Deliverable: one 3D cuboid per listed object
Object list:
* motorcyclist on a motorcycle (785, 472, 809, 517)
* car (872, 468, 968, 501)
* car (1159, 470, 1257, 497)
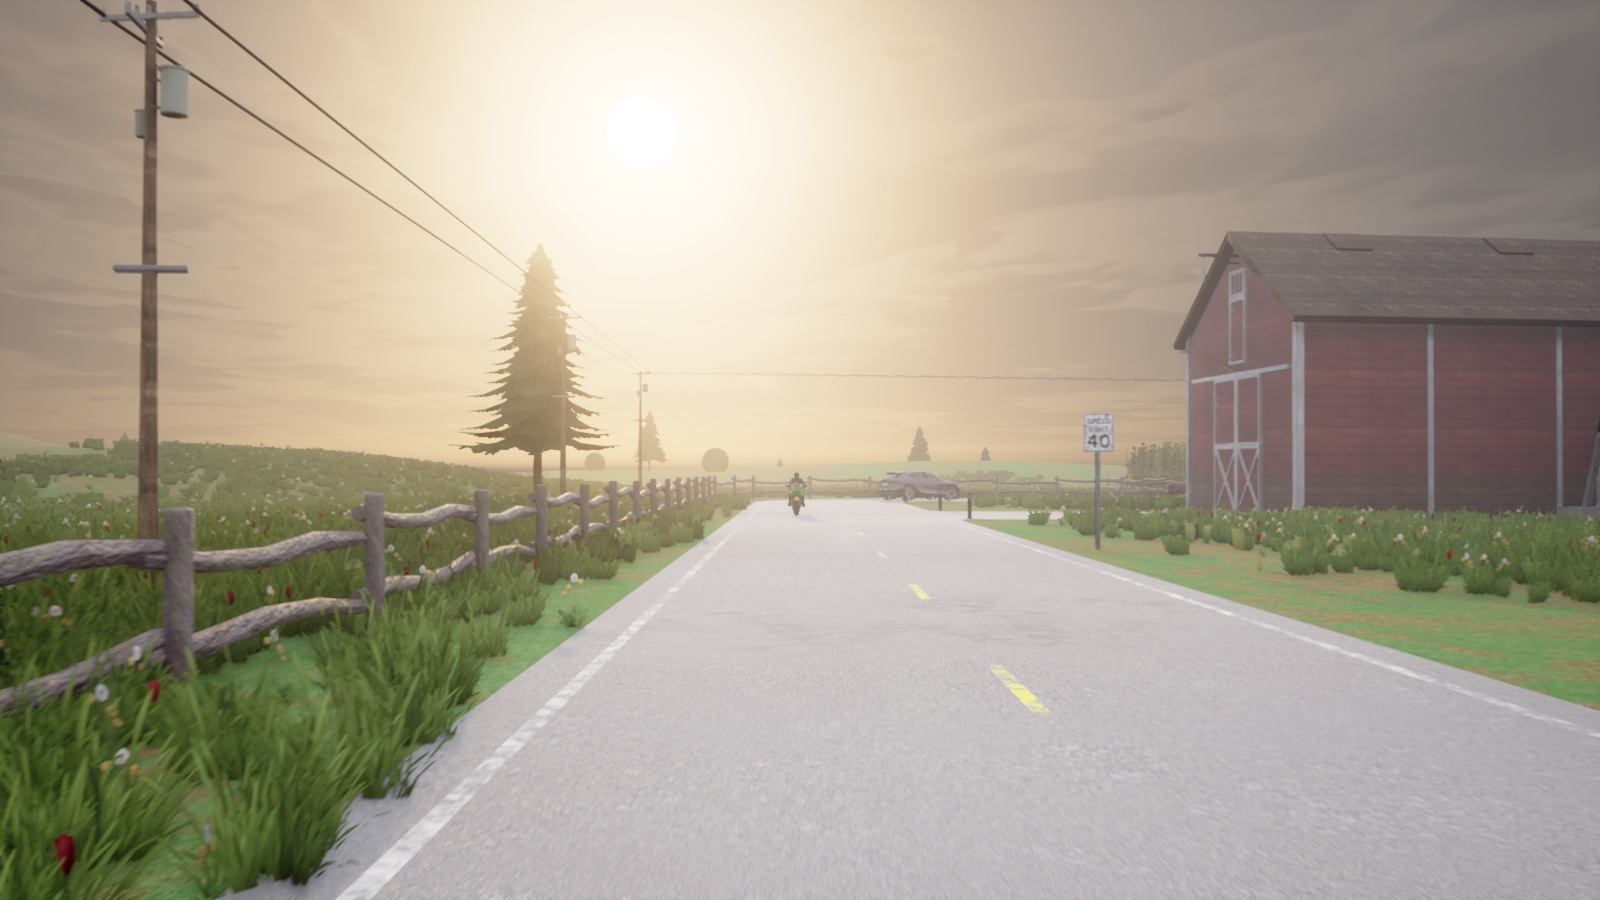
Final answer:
[{"bbox_3d":[-0.106,1.524,43.400,0.797,1.523,2.044,0,-1,0],"label":"motorcyclist on a motorcycle"},{"bbox_3d":[6.425,1.840,67.022,4.856,1.649,2.033,1,-3,-33],"label":"car"},{"bbox_3d":[23.470,1.908,72.247,5.008,1.535,1.882,0,-1,-6],"label":"car"}]
